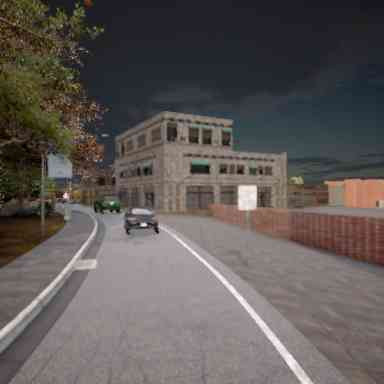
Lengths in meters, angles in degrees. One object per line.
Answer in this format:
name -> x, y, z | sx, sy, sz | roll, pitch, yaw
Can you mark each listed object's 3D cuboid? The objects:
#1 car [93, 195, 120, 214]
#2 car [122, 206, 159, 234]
car -> -9.730, 1.376, 37.860 | 2.150, 2.045, 5.566 | 0, 0, -26
car -> -3.108, 1.573, 19.828 | 1.812, 1.442, 4.674 | 0, 0, -14
